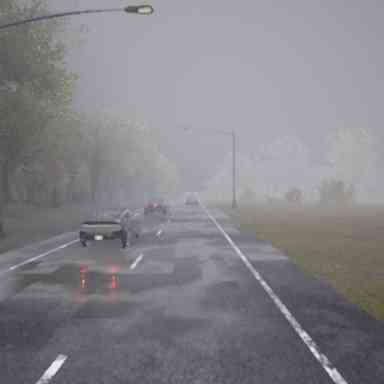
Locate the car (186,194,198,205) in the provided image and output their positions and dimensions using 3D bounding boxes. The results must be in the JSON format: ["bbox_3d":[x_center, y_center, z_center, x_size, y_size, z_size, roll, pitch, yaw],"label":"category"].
[{"bbox_3d":[0.021,1.446,54.939,1.994,1.385,4.181,0,0,0],"label":"car"}]

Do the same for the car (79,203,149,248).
[{"bbox_3d":[-3.422,1.461,14.625,2.128,1.511,4.902,0,0,0],"label":"car"}]

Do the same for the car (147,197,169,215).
[{"bbox_3d":[-3.447,1.281,33.260,2.097,1.767,4.553,0,0,0],"label":"car"}]
